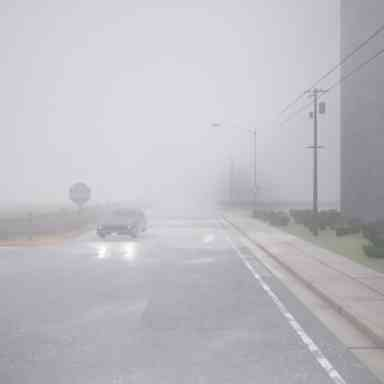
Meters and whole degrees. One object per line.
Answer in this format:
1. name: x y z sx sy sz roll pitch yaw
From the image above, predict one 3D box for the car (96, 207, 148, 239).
1. car: -3.506 1.515 17.663 2.033 1.411 5.357 0 0 0
